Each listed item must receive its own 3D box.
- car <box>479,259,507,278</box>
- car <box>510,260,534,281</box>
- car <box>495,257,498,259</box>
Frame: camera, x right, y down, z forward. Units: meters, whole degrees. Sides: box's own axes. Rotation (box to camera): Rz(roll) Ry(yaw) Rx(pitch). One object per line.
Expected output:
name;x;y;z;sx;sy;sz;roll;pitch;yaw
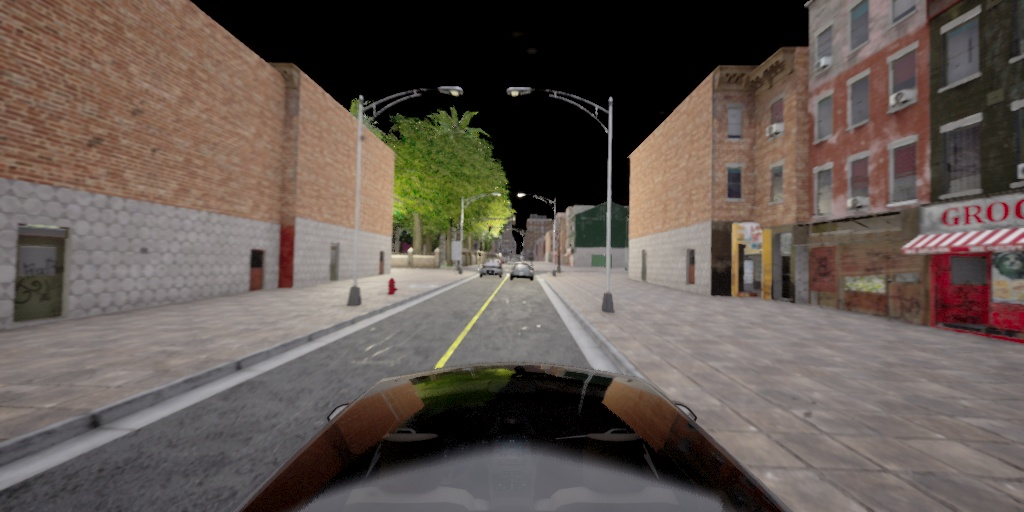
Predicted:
car;-1.840;1.251;33.246;1.994;1.385;4.181;1;0;2
car;0.839;1.309;30.320;1.994;1.385;4.181;1;0;3
car;-3.832;1.195;59.474;2.007;1.370;4.403;0;0;1
